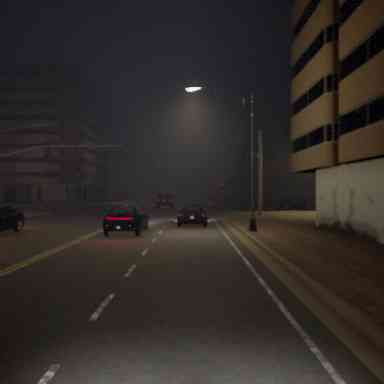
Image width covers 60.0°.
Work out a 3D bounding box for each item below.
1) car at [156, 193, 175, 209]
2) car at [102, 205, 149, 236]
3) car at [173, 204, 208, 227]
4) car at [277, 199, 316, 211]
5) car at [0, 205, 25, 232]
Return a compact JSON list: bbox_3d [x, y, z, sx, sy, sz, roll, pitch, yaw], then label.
[{"bbox_3d":[-3.409,1.153,43.044,2.150,2.045,5.566,0,0,0],"label":"car"},{"bbox_3d":[-3.500,1.474,18.214,2.128,1.511,4.902,0,0,0],"label":"car"},{"bbox_3d":[0.027,1.542,22.541,1.994,1.385,4.181,0,0,1],"label":"car"},{"bbox_3d":[11.684,1.472,37.172,4.181,1.385,1.994,0,0,0],"label":"car"},{"bbox_3d":[-10.552,1.488,17.258,1.837,1.490,4.892,0,0,0],"label":"car"}]
